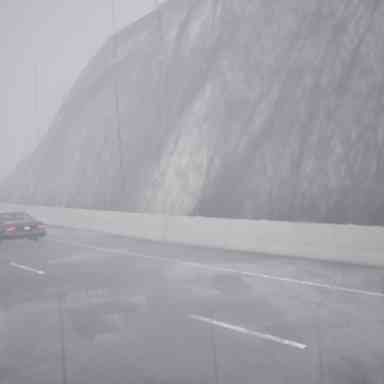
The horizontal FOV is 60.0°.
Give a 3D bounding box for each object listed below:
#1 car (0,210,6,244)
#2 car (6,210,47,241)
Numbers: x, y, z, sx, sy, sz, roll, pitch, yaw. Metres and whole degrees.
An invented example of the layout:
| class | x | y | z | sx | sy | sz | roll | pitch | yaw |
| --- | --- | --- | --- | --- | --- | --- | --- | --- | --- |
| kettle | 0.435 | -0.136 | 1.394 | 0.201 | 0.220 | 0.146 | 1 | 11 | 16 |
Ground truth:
| class | x | y | z | sx | sy | sz | roll | pitch | yaw |
| --- | --- | --- | --- | --- | --- | --- | --- | --- | --- |
| car | -7.962 | 1.372 | 10.413 | 4.553 | 1.767 | 2.097 | 0 | 0 | 40 |
| car | -8.865 | 1.580 | 15.755 | 5.357 | 1.411 | 2.033 | 0 | 0 | 42 |
